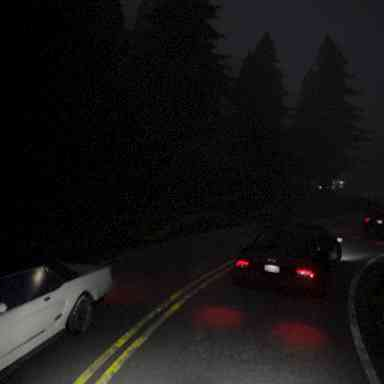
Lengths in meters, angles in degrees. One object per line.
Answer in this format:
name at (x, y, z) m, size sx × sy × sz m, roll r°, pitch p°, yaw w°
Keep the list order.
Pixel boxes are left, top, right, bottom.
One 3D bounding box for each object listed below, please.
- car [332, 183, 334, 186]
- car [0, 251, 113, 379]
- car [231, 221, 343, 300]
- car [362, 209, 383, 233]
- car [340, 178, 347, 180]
car at (19.646, -1.589, 48.823) m, size 1.994 × 1.385 × 4.181 m, roll 2°, pitch 6°, yaw 22°
car at (-2.835, 1.527, 3.943) m, size 1.895 × 1.301 × 4.718 m, roll 1°, pitch 1°, yaw 14°
car at (2.700, 1.488, 8.587) m, size 2.033 × 1.411 × 5.357 m, roll 3°, pitch 2°, yaw 28°
car at (10.672, 1.358, 16.239) m, size 5.357 × 1.411 × 2.033 m, roll -1°, pitch 5°, yaw -29°
car at (27.659, -2.901, 62.354) m, size 1.895 × 1.301 × 4.718 m, roll 4°, pitch 7°, yaw 36°
